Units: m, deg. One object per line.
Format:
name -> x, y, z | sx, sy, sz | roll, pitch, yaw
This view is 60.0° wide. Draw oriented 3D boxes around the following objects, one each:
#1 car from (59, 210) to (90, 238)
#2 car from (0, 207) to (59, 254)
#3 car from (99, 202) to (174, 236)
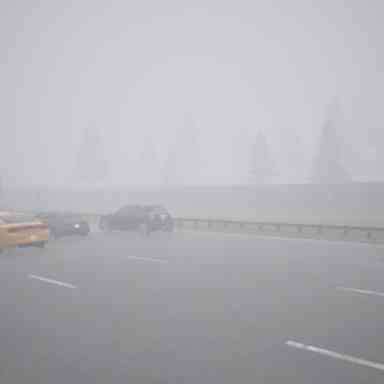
car -> -7.421, 1.688, 17.878 | 4.181, 1.385, 1.994 | -1, 0, 36
car -> -8.011, 1.588, 13.999 | 5.008, 1.535, 1.882 | -1, 0, 36
car -> -3.284, 1.455, 19.224 | 4.553, 1.767, 2.097 | -1, 0, 36
